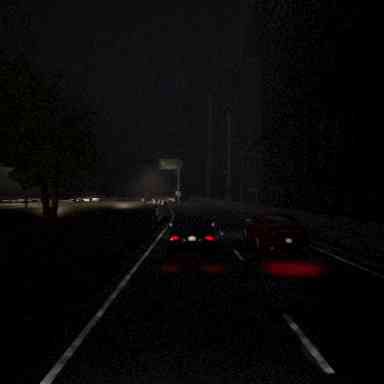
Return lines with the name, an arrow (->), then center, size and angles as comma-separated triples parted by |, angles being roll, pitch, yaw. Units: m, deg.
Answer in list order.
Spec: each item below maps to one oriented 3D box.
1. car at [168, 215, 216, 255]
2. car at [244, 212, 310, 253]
car -> -0.001, 1.679, 13.983 | 2.033, 1.411, 5.357 | 0, -1, 0
car -> 3.502, 1.614, 14.475 | 1.882, 1.535, 5.008 | 0, 0, 0
